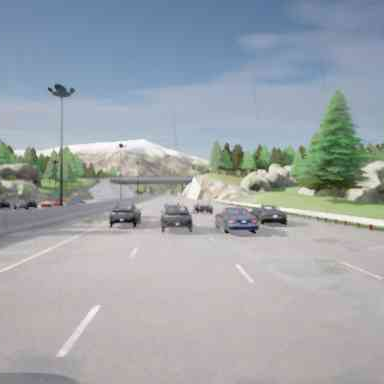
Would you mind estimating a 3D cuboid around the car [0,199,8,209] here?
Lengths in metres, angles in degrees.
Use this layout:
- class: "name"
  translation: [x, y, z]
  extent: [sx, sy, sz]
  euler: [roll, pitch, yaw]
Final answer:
- class: "car"
  translation: [-27.617, 1.792, 47.497]
  extent: [1.812, 1.442, 4.674]
  euler: [0, -1, -4]

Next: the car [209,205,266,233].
- class: "car"
  translation: [2.580, 1.658, 20.295]
  extent: [2.033, 1.411, 5.357]
  euler: [0, 0, -4]

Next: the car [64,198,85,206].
- class: "car"
  translation: [-17.189, 1.623, 48.969]
  extent: [2.097, 1.767, 4.553]
  euler: [0, 0, -4]

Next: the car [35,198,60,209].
- class: "car"
  translation: [-20.692, 1.624, 48.921]
  extent: [2.097, 1.767, 4.553]
  euler: [0, 0, -4]

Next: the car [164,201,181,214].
- class: "car"
  translation: [-2.282, 1.813, 38.775]
  extent: [1.895, 1.301, 4.718]
  euler: [0, 0, -4]

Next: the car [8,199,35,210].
- class: "car"
  translation: [-24.164, 1.764, 48.374]
  extent: [2.128, 1.511, 4.902]
  euler: [0, 0, -4]

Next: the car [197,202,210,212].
- class: "car"
  translation: [1.236, 1.812, 38.639]
  extent: [1.895, 1.301, 4.718]
  euler: [0, 0, -4]

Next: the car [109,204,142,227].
- class: "car"
  translation: [-4.714, 1.624, 23.947]
  extent: [2.128, 1.511, 4.902]
  euler: [0, 0, -4]

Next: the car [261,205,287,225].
- class: "car"
  translation: [5.711, 1.701, 25.382]
  extent: [1.994, 1.385, 4.181]
  euler: [0, 0, -4]

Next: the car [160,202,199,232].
- class: "car"
  translation: [-1.008, 1.608, 21.224]
  extent: [2.128, 1.511, 4.902]
  euler: [0, 0, -4]
